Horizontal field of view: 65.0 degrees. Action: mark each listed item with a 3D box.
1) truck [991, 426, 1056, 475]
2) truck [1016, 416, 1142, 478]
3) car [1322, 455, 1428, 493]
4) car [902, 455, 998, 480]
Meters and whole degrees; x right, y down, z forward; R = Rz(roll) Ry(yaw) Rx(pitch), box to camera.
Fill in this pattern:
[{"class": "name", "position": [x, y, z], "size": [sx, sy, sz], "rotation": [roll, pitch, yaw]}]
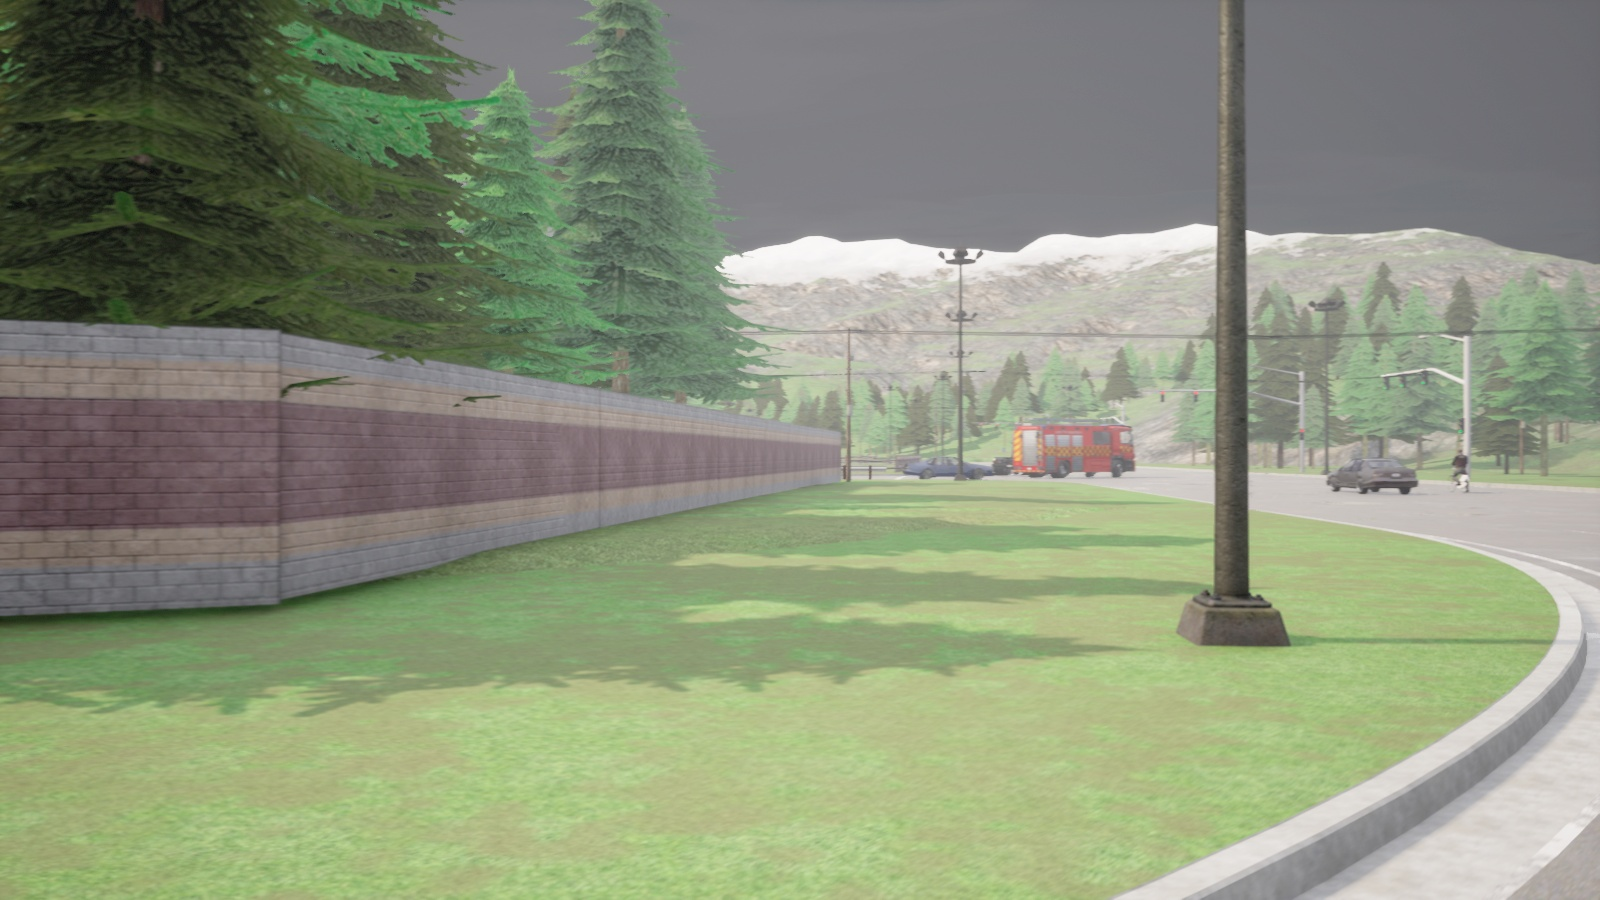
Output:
[{"class": "truck", "position": [16.490, 0.046, 92.279], "size": [2.891, 3.462, 7.936], "rotation": [0, 0, 24]}, {"class": "truck", "position": [18.172, -0.180, 81.599], "size": [8.468, 3.827, 2.891], "rotation": [0, 0, -33]}, {"class": "car", "position": [22.429, 0.904, 49.225], "size": [2.033, 1.411, 5.357], "rotation": [0, 0, 4]}, {"class": "car", "position": [8.835, 1.033, 74.098], "size": [5.357, 1.411, 2.033], "rotation": [0, 0, -2]}]
